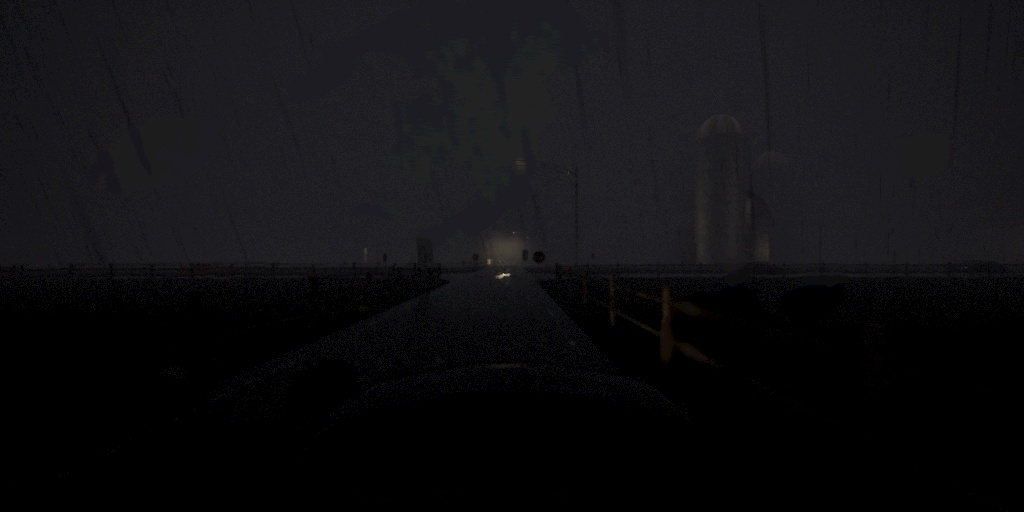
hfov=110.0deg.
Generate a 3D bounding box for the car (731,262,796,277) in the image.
[{"bbox_3d":[24.684,1.270,35.288,5.357,1.411,2.033,0,0,0],"label":"car"}]

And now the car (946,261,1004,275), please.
[{"bbox_3d":[49.083,1.209,38.000,4.674,1.442,1.812,0,0,0],"label":"car"}]

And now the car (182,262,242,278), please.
[{"bbox_3d":[-29.520,1.370,35.369,5.008,1.535,1.882,1,0,0],"label":"car"}]
